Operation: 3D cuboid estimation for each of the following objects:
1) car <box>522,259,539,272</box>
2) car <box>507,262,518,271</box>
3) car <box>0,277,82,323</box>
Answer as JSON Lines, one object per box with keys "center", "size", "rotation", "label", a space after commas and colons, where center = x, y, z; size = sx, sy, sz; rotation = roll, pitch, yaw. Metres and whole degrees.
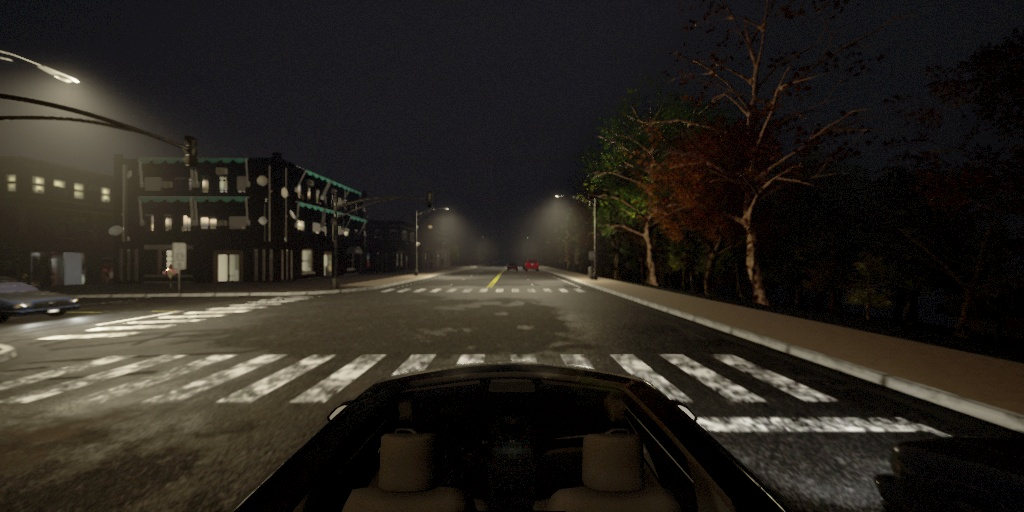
{"center": [3.326, 1.586, 60.725], "size": [2.150, 2.045, 5.566], "rotation": [0, -1, 0], "label": "car"}
{"center": [0.077, 1.888, 62.537], "size": [1.837, 1.490, 4.892], "rotation": [0, -1, 0], "label": "car"}
{"center": [-19.308, 1.635, 13.191], "size": [5.357, 1.411, 2.033], "rotation": [-1, 0, 3], "label": "car"}
